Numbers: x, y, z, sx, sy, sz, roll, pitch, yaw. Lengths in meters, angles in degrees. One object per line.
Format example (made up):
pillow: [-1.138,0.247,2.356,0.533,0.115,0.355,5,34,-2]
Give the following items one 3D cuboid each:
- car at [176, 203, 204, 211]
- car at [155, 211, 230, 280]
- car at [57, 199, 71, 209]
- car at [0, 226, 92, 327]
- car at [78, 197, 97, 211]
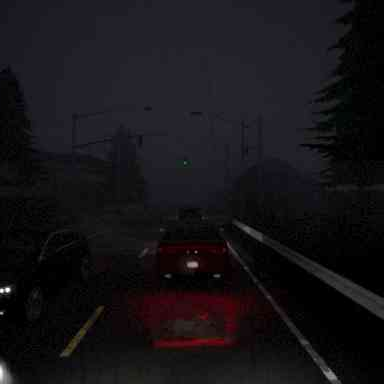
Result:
car: [-0.154,1.661,26.569,1.837,1.490,4.892,0,2,0]
car: [-0.004,1.564,10.238,1.882,1.535,5.008,0,0,0]
car: [-20.726,1.925,52.306,2.242,1.667,4.611,0,0,-1]
car: [-3.650,1.554,7.263,2.128,1.511,4.902,0,0,0]
car: [-14.978,1.720,48.084,1.905,1.878,3.866,0,0,-1]
